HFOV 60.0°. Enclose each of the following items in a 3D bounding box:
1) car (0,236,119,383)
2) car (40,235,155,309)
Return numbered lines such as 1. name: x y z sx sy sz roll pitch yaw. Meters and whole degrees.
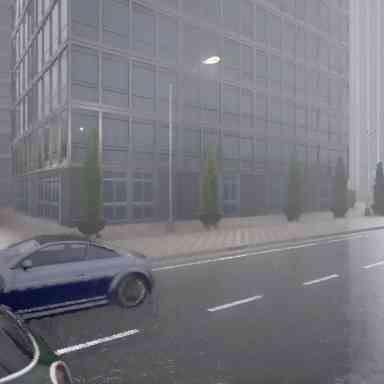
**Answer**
1. car: -2.877 1.352 1.378 4.553 1.767 2.097 0 0 -42
2. car: -2.824 1.564 6.377 4.181 1.385 1.994 0 0 -33
